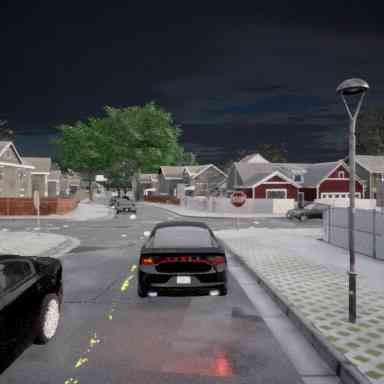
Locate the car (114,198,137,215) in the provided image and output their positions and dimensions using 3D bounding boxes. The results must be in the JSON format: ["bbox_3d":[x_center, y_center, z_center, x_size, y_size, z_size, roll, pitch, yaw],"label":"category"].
[{"bbox_3d":[-6.780,1.579,34.391,1.994,1.385,4.181,0,0,-12],"label":"car"}]

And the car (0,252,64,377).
[{"bbox_3d":[-2.995,1.478,3.531,1.882,1.535,5.008,0,0,-2],"label":"car"}]

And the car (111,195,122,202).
[{"bbox_3d":[-16.874,1.495,74.471,1.882,1.535,5.008,0,0,-19],"label":"car"}]

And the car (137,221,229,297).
[{"bbox_3d":[-0.271,1.476,8.633,1.882,1.535,5.008,0,0,-3],"label":"car"}]

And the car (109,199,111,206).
[{"bbox_3d":[-12.649,1.573,54.973,2.033,1.411,5.357,0,0,-20],"label":"car"}]

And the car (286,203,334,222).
[{"bbox_3d":[9.947,1.633,26.981,4.674,1.442,1.812,1,1,-15],"label":"car"}]

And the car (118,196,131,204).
[{"bbox_3d":[-13.198,1.514,64.733,1.837,1.490,4.892,0,0,-20],"label":"car"}]

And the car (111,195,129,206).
[{"bbox_3d":[-9.460,1.568,45.044,2.033,1.411,5.357,0,0,-16],"label":"car"}]
